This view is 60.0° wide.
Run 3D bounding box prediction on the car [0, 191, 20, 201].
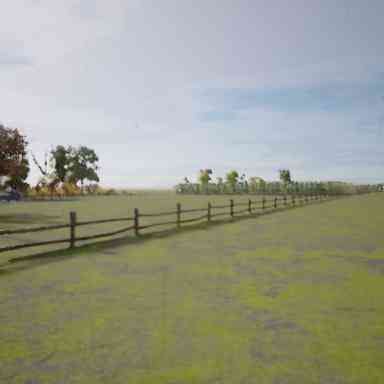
[{"bbox_3d":[-36.592,0.749,66.570,2.150,2.045,5.566,1,1,-1],"label":"car"}]
